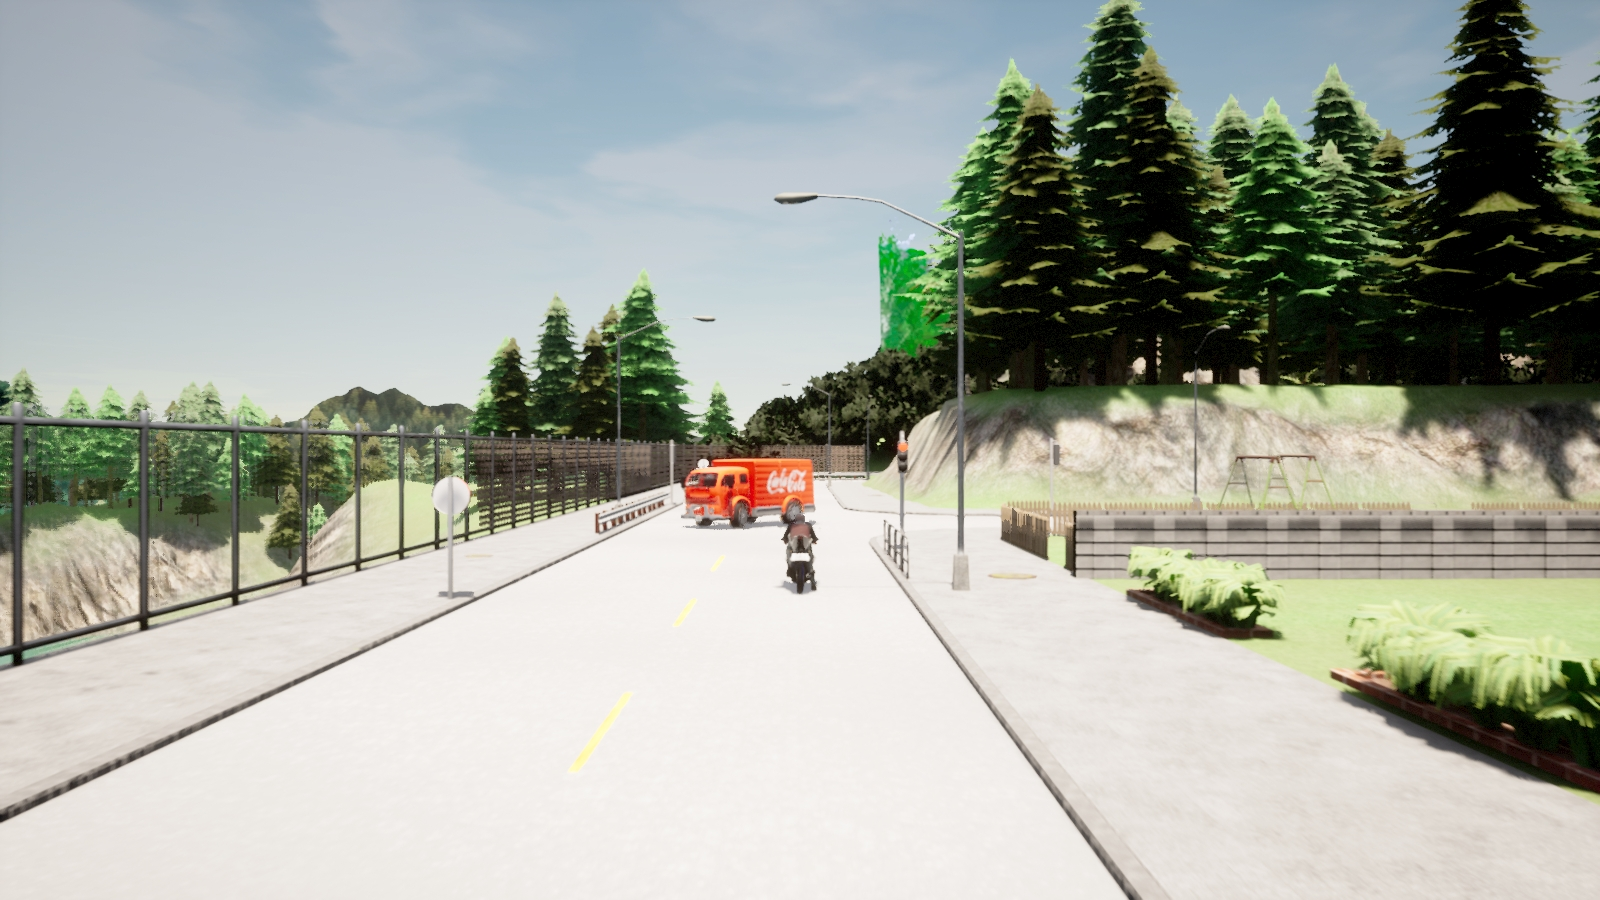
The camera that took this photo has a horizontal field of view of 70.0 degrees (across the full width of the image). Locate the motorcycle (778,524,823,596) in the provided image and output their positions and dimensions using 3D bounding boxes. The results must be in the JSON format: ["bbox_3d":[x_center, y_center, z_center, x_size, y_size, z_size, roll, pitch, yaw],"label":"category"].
[{"bbox_3d":[0.004,2.205,23.188,0.867,1.251,2.209,0,0,0],"label":"motorcycle"}]

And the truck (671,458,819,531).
[{"bbox_3d":[-1.929,1.567,41.978,2.627,2.467,5.204,-1,-1,38],"label":"truck"}]
